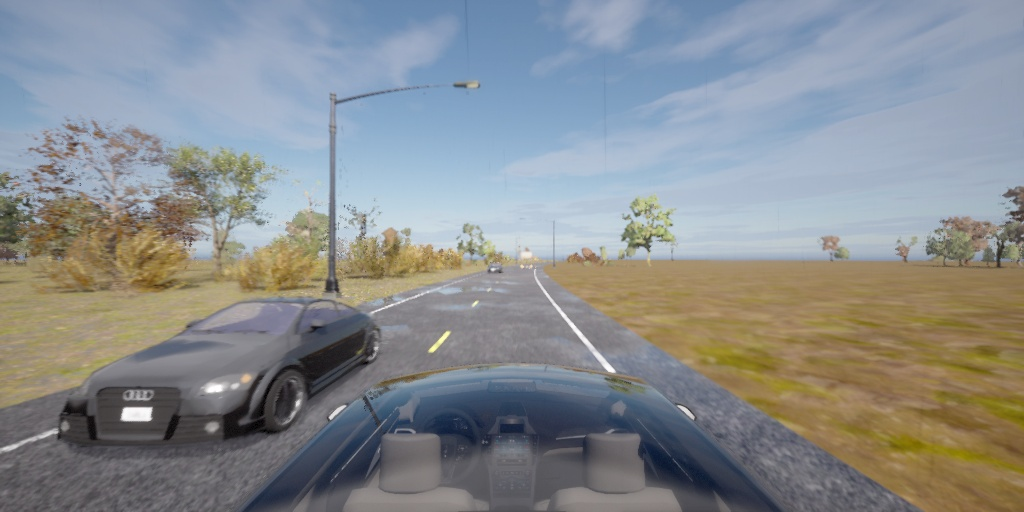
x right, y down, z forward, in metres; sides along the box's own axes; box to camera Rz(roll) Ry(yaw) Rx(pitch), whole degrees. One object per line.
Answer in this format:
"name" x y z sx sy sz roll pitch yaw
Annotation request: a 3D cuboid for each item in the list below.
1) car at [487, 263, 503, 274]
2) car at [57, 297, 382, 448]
"car" -2.258 1.630 48.524 2.128 1.511 4.902 0 -1 4
"car" -3.575 1.341 5.417 1.994 1.385 4.181 0 0 0
